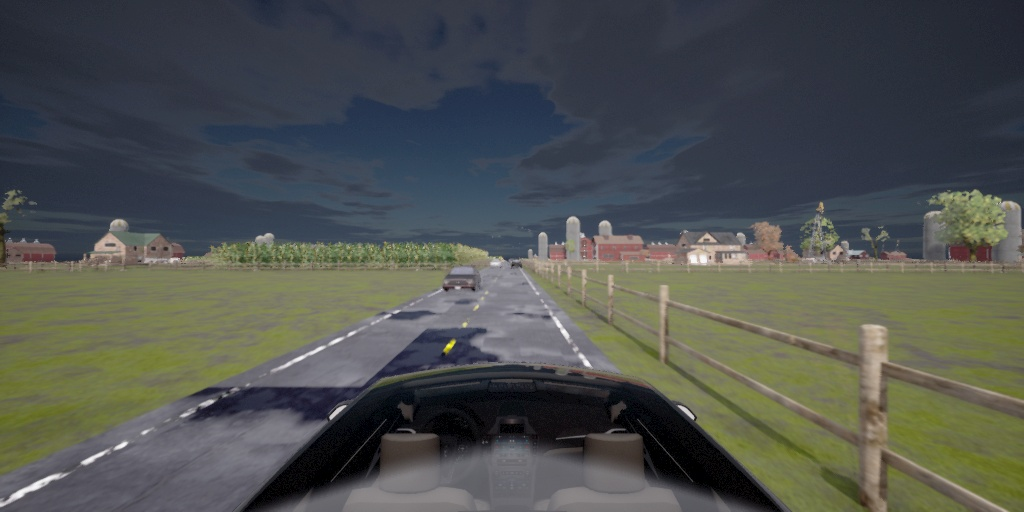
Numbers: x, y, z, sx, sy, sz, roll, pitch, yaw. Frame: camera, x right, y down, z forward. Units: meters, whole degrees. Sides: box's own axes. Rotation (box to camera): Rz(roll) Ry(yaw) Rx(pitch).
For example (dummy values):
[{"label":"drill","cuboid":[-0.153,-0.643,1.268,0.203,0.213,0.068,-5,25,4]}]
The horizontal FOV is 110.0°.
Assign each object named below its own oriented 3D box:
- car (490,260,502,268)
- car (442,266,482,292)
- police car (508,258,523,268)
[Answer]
[{"label":"car","cuboid":[-2.818,1.372,62.097,1.812,1.442,4.674,0,0,1]},{"label":"car","cuboid":[-2.861,1.302,21.567,2.033,1.411,5.357,0,0,0]},{"label":"police car","cuboid":[0.794,1.271,61.492,1.930,1.638,5.238,0,0,0]}]
